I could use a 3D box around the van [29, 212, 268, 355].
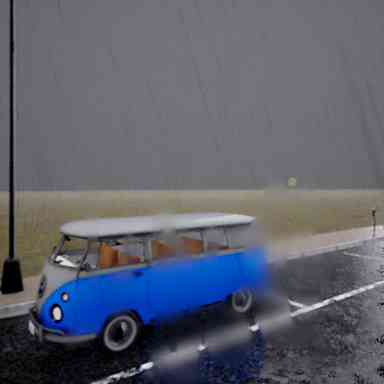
[{"bbox_3d":[-0.479,1.304,5.752,3.998,1.788,1.690,-1,1,-36],"label":"van"}]
